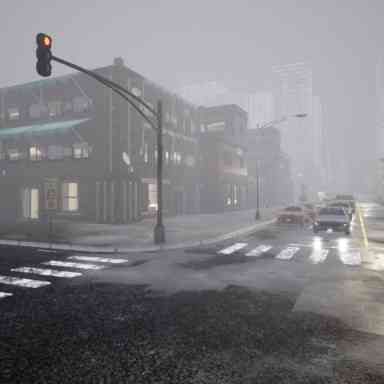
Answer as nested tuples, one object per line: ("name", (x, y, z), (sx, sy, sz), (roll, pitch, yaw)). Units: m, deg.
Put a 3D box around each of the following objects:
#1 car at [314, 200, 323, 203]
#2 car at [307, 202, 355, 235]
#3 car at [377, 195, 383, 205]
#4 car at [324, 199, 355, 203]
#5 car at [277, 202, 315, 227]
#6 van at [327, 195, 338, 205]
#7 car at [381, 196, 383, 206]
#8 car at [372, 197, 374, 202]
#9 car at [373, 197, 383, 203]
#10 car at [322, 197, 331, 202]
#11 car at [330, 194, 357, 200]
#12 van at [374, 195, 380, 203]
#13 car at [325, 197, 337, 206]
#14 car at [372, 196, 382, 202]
("car", (9.651, 1.580, 28.167), (1.947, 1.339, 4.313), (0, 0, 26))
("car", (8.215, 1.555, 19.338), (2.033, 1.411, 5.357), (0, 0, 26))
("car", (31.774, 1.639, 54.240), (1.802, 1.307, 4.206), (0, 0, 26))
("car", (12.395, 1.541, 27.807), (1.812, 1.442, 4.674), (0, 0, 26))
("car", (7.141, 1.554, 23.248), (1.887, 1.381, 4.507), (0, 0, 26))
("van", (26.684, 1.407, 62.892), (1.690, 1.788, 3.998), (0, 0, 26))
("car", (26.908, 1.590, 44.320), (2.008, 1.369, 4.403), (0, 0, 26))
("car", (39.149, 1.615, 69.275), (1.752, 1.417, 4.829), (0, 0, 26))
("car", (41.507, 1.684, 74.083), (1.802, 1.307, 4.206), (0, 0, 26))
("car", (14.443, 1.550, 37.936), (1.752, 1.417, 4.829), (0, 0, 26))
("car", (17.126, 1.247, 37.298), (2.150, 2.045, 5.566), (0, 0, 26))
("van", (36.641, 1.419, 64.163), (1.690, 1.788, 3.998), (0, 0, 26))
("car", (24.175, 1.581, 57.778), (1.752, 1.417, 4.829), (0, 0, 26))
("car", (43.941, 1.680, 79.045), (1.947, 1.339, 4.313), (0, 0, 26))
